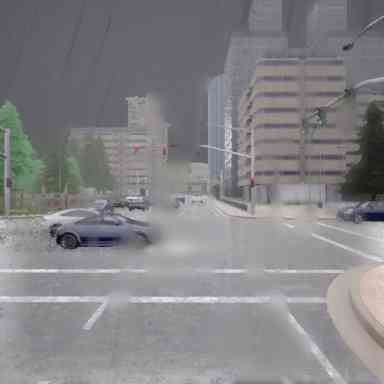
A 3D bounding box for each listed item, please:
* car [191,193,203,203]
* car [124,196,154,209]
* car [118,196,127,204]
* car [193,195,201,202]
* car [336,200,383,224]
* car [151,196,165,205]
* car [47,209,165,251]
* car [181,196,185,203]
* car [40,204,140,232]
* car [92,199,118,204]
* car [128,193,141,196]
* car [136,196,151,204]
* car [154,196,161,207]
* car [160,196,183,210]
[{"bbox_3d":[1.038,1.221,66.933,2.150,2.045,5.566,0,0,1],"label":"car"},{"bbox_3d":[-6.325,1.547,40.291,2.033,1.411,5.357,0,0,1],"label":"car"},{"bbox_3d":[-9.772,1.601,45.513,1.895,1.301,4.718,0,0,1],"label":"car"},{"bbox_3d":[1.133,1.521,76.618,1.812,1.442,4.674,0,0,1],"label":"car"},{"bbox_3d":[12.948,1.352,24.084,4.553,1.767,2.097,0,0,1],"label":"car"},{"bbox_3d":[-6.104,1.477,59.955,1.882,1.535,5.008,0,0,0],"label":"car"},{"bbox_3d":[-3.265,1.564,13.531,4.181,1.385,1.994,0,0,1],"label":"car"},{"bbox_3d":[-2.423,1.477,69.222,1.882,1.535,5.008,0,0,1],"label":"car"},{"bbox_3d":[-5.281,1.525,17.049,4.674,1.442,1.812,0,0,1],"label":"car"},{"bbox_3d":[-9.846,1.526,36.413,1.812,1.442,4.674,0,0,1],"label":"car"},{"bbox_3d":[-9.659,1.222,55.473,2.150,2.045,5.566,0,0,1],"label":"car"},{"bbox_3d":[-9.510,1.490,65.704,2.128,1.511,4.902,0,0,1],"label":"car"},{"bbox_3d":[-6.230,1.564,49.497,1.994,1.385,4.181,0,0,0],"label":"car"},{"bbox_3d":[-2.614,1.564,42.461,1.994,1.385,4.181,0,0,1],"label":"car"}]
